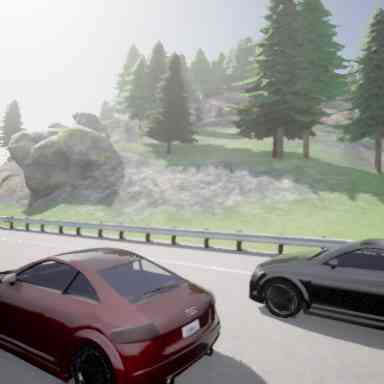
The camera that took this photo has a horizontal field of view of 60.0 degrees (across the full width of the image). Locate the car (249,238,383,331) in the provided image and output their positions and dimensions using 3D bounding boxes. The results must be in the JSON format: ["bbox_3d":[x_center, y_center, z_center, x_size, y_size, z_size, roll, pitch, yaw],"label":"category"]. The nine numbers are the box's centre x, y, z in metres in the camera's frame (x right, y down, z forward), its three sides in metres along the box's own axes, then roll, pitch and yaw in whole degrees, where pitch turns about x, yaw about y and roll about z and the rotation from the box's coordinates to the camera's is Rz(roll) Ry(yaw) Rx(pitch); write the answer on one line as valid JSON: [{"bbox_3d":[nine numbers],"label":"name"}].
[{"bbox_3d":[3.151,1.550,5.930,4.181,1.385,1.994,0,0,35],"label":"car"}]

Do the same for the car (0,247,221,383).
[{"bbox_3d":[-1.669,1.557,5.002,4.181,1.385,1.994,0,0,34],"label":"car"}]
